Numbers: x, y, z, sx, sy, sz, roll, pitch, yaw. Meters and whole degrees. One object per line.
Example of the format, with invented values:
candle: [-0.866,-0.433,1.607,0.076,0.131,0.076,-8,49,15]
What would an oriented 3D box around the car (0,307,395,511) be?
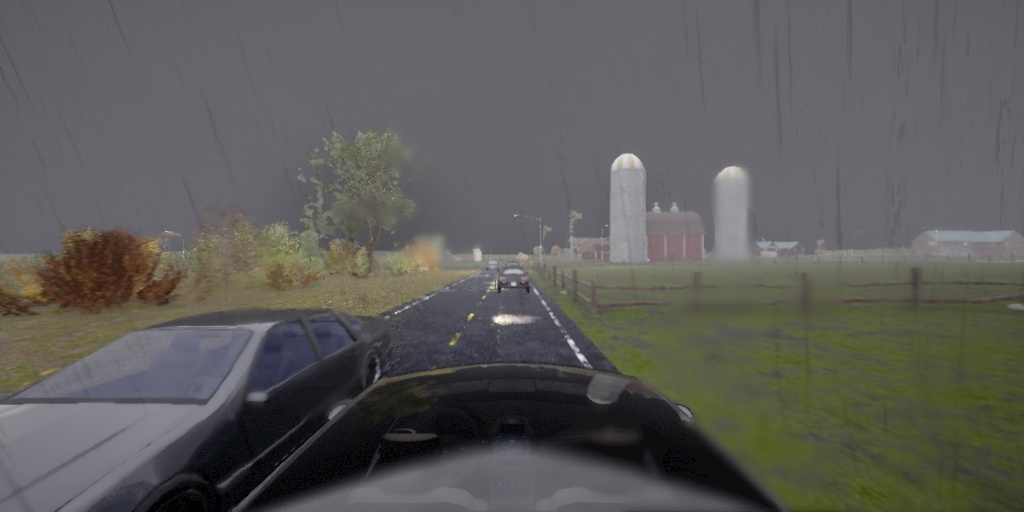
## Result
car: [-2.850,1.301,3.707,2.033,1.411,5.357,0,0,0]

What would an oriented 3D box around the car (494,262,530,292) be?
car: [0.097,1.317,21.413,1.812,1.442,4.674,0,0,0]

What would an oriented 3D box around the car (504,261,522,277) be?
car: [0.102,1.336,37.960,1.837,1.490,4.892,0,0,0]

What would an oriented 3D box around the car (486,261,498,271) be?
car: [-2.751,1.400,52.274,1.812,1.442,4.674,0,0,0]
